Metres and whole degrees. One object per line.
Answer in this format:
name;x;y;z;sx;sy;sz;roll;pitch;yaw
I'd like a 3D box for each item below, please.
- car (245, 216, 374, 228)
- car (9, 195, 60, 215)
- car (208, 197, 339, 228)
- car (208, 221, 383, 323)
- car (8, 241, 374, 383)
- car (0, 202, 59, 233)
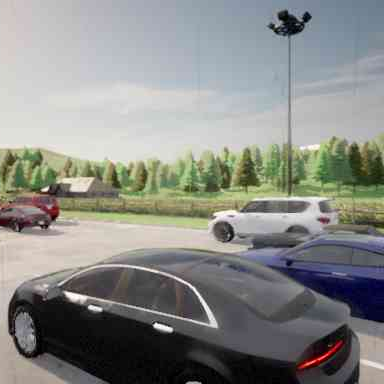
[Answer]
car;4.098;1.602;9.667;4.718;1.301;1.895;0;0;36
car;-12.609;1.244;25.890;5.566;2.045;2.150;0;0;35
car;3.409;1.226;14.460;5.566;2.045;2.150;0;0;36
car;2.716;1.527;6.354;4.674;1.442;1.812;0;0;36
car;-0.532;1.507;4.372;4.892;1.490;1.837;0;0;36
car;-10.294;1.543;19.922;4.674;1.442;1.812;0;0;35
